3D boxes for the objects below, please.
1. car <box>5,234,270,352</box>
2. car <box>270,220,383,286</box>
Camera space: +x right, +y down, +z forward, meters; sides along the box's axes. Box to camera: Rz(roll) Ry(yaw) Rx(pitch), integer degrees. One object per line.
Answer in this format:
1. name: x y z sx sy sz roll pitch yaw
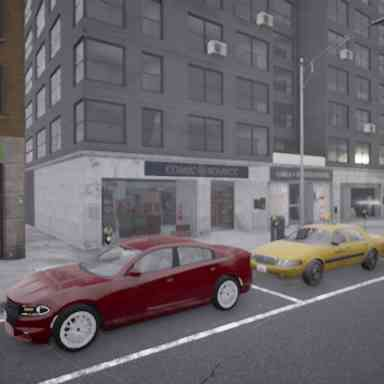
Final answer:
1. car: -0.868 1.532 6.132 4.507 1.381 1.887 0 0 -35
2. car: 3.625 1.487 9.301 4.829 1.417 1.752 0 0 -35
